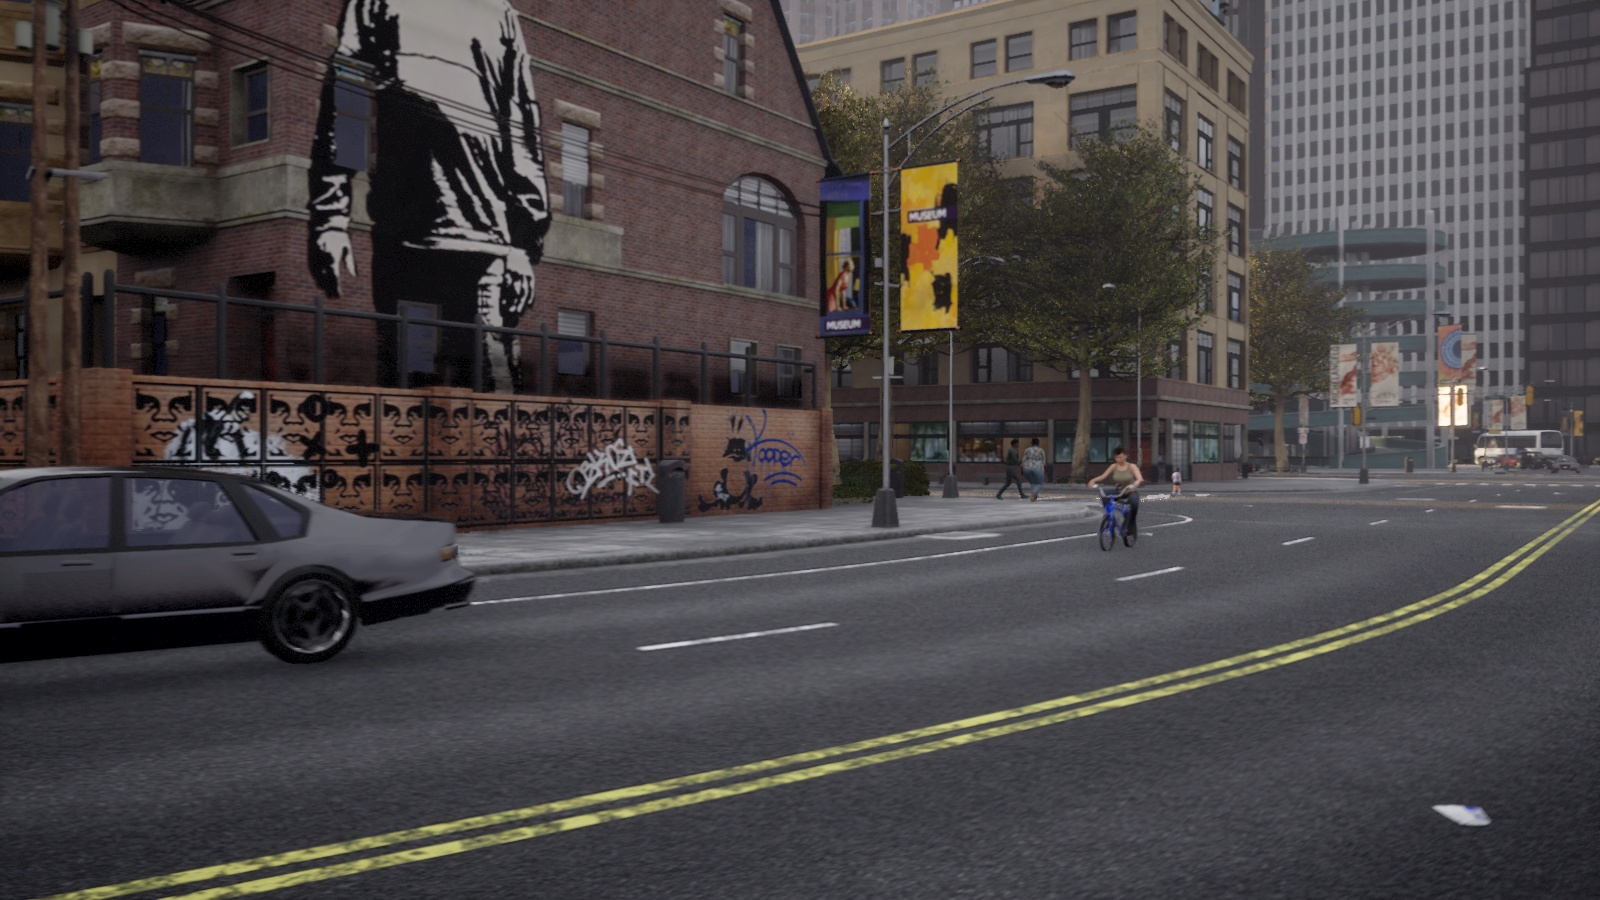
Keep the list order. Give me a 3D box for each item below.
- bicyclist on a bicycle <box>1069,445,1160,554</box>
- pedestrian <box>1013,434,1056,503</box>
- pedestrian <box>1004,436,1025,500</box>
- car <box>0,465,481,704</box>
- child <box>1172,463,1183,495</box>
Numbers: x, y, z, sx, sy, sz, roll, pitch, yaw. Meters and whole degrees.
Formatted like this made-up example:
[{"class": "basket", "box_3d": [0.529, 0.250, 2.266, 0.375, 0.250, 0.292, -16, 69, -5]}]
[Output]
[{"class": "bicyclist on a bicycle", "box_3d": [4.867, 0.729, 19.361, 0.866, 1.612, 1.509, 0, 0, 35]}, {"class": "pedestrian", "box_3d": [6.358, 0.490, 34.067, 0.874, 1.855, 0.900, 0, 0, 32]}, {"class": "pedestrian", "box_3d": [6.210, 0.511, 36.350, 0.614, 1.847, 0.353, 0, 0, 10]}, {"class": "car", "box_3d": [-5.143, 0.832, 8.623, 5.357, 1.411, 2.033, 0, 0, -39]}, {"class": "child", "box_3d": [13.522, 1.034, 44.926, 0.255, 1.110, 0.394, 0, 0, 37]}]
